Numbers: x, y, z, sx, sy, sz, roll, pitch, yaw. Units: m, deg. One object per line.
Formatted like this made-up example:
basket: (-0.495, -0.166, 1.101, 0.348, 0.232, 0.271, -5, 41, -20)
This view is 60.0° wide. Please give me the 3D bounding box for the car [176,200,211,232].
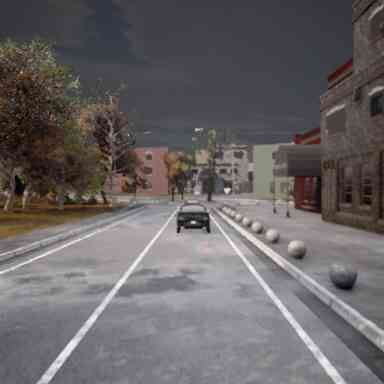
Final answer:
car: (0.077, 1.458, 19.927, 1.882, 1.535, 5.008, 0, 0, 0)
